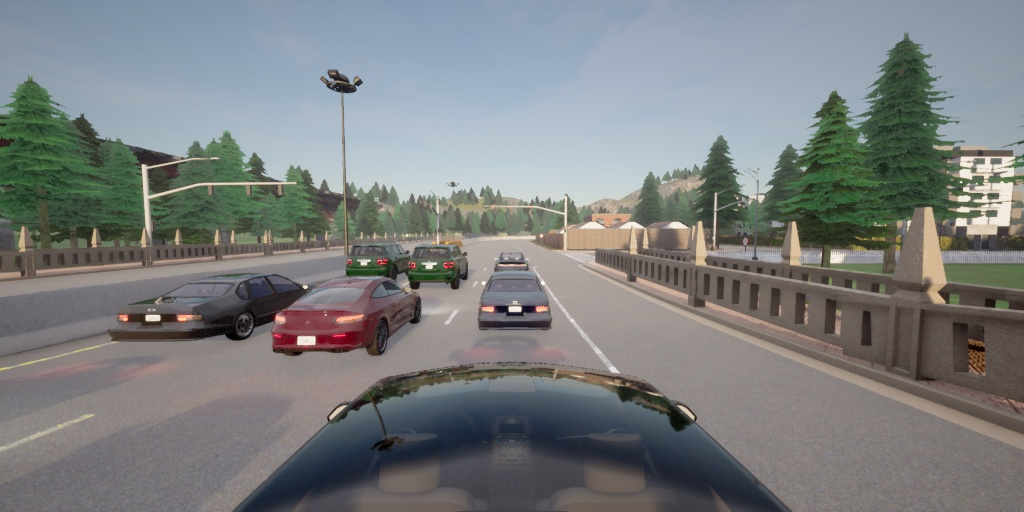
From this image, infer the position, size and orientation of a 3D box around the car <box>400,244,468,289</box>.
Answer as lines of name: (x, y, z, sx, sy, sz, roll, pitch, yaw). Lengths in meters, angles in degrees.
car: (-3.504, 0.399, 17.790, 2.150, 2.045, 5.566, 0, 4, 0)

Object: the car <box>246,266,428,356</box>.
car: (-3.439, 1.172, 8.253, 1.812, 1.442, 4.674, 0, 2, -1)

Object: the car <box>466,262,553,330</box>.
car: (0.049, 1.121, 10.410, 2.033, 1.411, 5.357, 0, 2, 0)

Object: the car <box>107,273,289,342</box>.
car: (-6.945, 1.156, 9.427, 2.033, 1.411, 5.357, 0, 2, 0)

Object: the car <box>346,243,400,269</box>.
car: (-7.018, 0.285, 19.615, 2.150, 2.045, 5.566, 0, 4, 0)

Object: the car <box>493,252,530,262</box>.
car: (-0.021, 0.529, 20.106, 2.128, 1.511, 4.902, 0, 3, 0)
